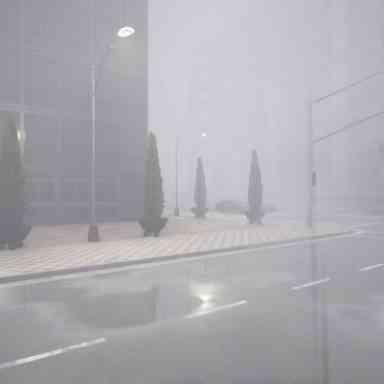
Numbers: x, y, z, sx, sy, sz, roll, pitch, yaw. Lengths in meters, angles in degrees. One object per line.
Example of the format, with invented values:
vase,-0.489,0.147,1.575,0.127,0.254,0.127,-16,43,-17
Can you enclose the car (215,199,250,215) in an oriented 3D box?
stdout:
car,4.422,1.556,34.498,1.837,1.490,4.892,0,0,-36

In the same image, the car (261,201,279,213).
car,7.365,1.615,36.402,1.994,1.385,4.181,0,0,-36
